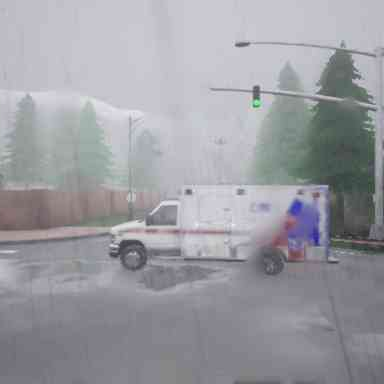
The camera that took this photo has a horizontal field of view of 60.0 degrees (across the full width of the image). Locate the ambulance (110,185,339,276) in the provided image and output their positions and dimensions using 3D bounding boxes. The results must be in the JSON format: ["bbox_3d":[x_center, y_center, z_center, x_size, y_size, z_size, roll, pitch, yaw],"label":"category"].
[{"bbox_3d":[0.794,1.028,10.063,6.366,2.431,2.351,0,0,5],"label":"ambulance"}]
